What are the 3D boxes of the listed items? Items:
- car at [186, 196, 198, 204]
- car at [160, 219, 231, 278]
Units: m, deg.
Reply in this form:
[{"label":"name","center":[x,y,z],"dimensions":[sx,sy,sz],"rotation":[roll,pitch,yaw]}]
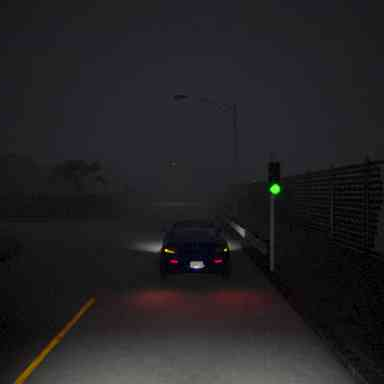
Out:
[{"label":"car","center":[0.039,1.498,62.788],"dimensions":[1.837,1.490,4.892],"rotation":[0,0,0]},{"label":"car","center":[0.016,1.525,10.042],"dimensions":[1.812,1.442,4.674],"rotation":[0,0,-2]}]
